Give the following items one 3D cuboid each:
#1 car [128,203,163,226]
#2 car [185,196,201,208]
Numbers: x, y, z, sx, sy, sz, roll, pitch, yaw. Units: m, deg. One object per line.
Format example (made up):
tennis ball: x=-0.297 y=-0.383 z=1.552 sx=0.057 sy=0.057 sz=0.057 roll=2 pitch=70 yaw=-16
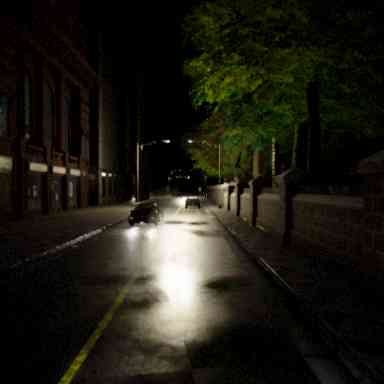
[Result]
car: x=-2.997 y=1.445 z=22.531 sx=2.033 sy=1.411 sz=5.357 roll=0 pitch=0 yaw=0
car: x=0.106 y=1.224 z=43.023 sx=2.128 sy=1.511 sz=4.902 roll=0 pitch=0 yaw=0
